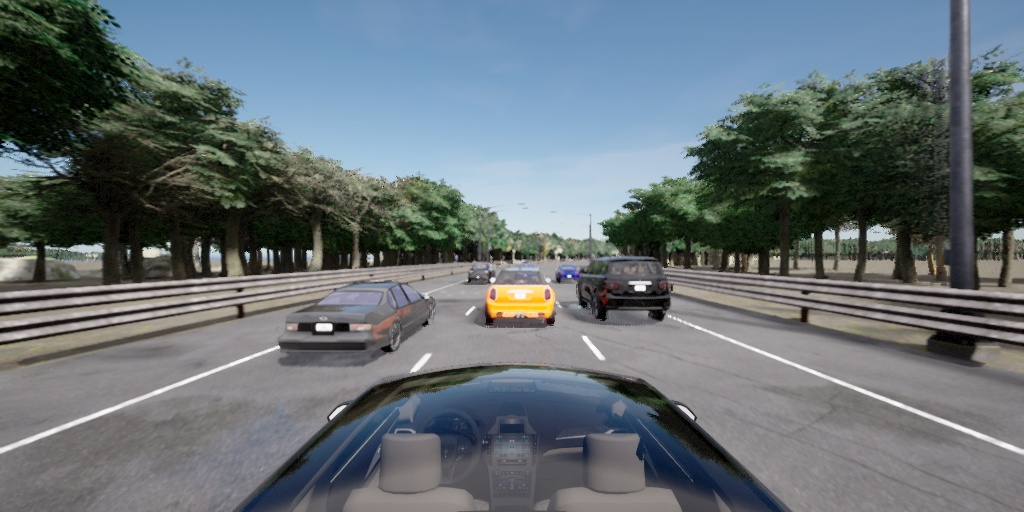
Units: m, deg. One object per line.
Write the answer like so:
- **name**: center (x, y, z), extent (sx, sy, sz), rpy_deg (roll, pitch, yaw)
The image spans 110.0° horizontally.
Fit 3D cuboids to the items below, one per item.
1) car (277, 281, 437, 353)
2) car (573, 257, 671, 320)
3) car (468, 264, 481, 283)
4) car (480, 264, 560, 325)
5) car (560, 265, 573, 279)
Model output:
- **car**: center (-3.314, 1.337, 8.921), extent (2.033, 1.411, 5.357), rpy_deg (0, 0, 1)
- **car**: center (3.797, 1.046, 13.091), extent (2.150, 2.045, 5.566), rpy_deg (0, 0, 2)
- **car**: center (-2.388, 1.405, 29.467), extent (2.128, 1.511, 4.902), rpy_deg (0, 0, 4)
- **car**: center (0.286, 1.167, 12.339), extent (2.097, 1.767, 4.553), rpy_deg (0, 0, 1)
- **car**: center (4.737, 1.457, 30.819), extent (1.812, 1.442, 4.674), rpy_deg (0, 0, 4)
